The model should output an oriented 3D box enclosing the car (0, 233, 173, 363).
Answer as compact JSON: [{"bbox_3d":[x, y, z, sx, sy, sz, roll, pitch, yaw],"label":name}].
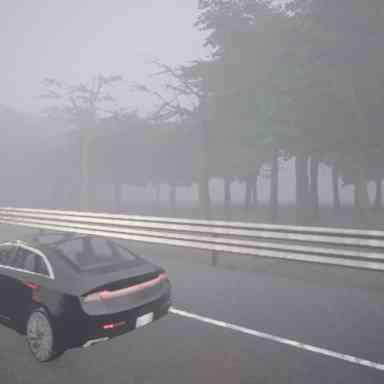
[{"bbox_3d":[-2.578,1.492,5.909,4.902,1.511,2.128,0,0,37],"label":"car"}]
